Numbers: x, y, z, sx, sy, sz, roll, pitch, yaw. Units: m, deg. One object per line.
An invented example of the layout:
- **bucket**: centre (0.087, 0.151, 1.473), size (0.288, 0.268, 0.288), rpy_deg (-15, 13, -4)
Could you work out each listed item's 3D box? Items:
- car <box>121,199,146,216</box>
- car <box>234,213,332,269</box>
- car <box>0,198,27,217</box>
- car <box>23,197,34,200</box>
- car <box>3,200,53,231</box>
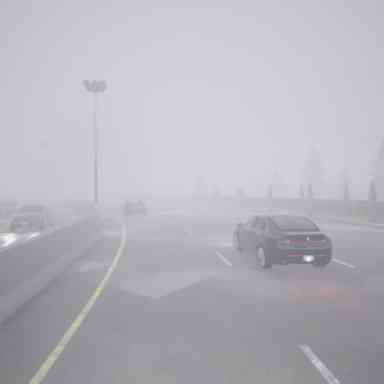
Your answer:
- **car**: centre (-5.600, 1.433, 31.455), size (2.128, 1.511, 4.902), rpy_deg (0, 0, -19)
- **car**: centre (2.723, 1.453, 10.975), size (1.837, 1.490, 4.892), rpy_deg (0, 0, -7)
- **car**: centre (-16.279, 1.531, 29.641), size (1.837, 1.490, 4.892), rpy_deg (0, 0, -21)
- **car**: centre (-28.725, 1.596, 58.122), size (1.812, 1.442, 4.674), rpy_deg (-1, 0, -39)
- **car**: centre (-9.860, 1.499, 20.678), size (1.837, 1.490, 4.892), rpy_deg (0, 0, -15)
